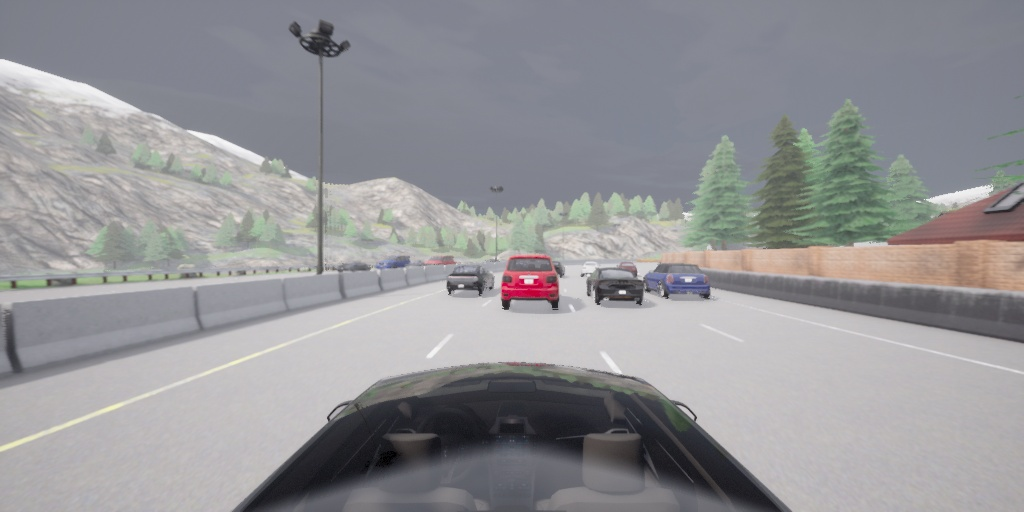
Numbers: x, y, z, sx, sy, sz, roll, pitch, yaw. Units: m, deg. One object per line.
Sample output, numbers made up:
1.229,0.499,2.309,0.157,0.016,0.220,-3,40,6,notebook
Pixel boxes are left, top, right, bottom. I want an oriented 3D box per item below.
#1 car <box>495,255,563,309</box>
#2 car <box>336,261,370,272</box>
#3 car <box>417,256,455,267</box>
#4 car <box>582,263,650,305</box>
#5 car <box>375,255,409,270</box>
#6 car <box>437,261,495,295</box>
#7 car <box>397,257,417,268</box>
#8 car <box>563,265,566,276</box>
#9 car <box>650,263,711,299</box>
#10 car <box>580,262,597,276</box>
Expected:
0.848,0.976,15.063,2.150,2.045,5.566,0,0,6,car
-19.196,1.272,43.504,1.994,1.385,4.181,0,0,15,car
-8.618,0.957,42.635,2.150,2.045,5.566,0,0,15,car
4.491,1.242,16.224,1.882,1.535,5.008,0,0,6,car
-15.001,0.943,45.781,2.150,2.045,5.566,0,0,15,car
-2.163,1.239,19.600,2.128,1.511,4.902,0,0,7,car
-11.664,1.219,44.698,2.128,1.511,4.902,0,0,15,car
4.208,1.273,35.382,1.837,1.490,4.892,0,0,13,car
8.268,1.127,18.421,2.097,1.767,4.553,0,0,6,car
8.045,1.304,36.429,1.812,1.442,4.674,0,0,13,car
